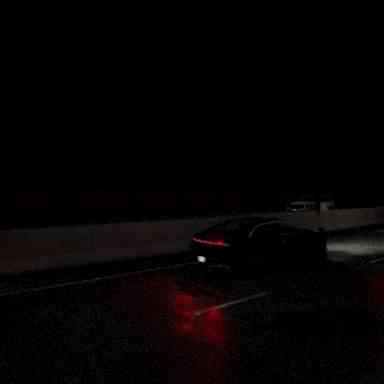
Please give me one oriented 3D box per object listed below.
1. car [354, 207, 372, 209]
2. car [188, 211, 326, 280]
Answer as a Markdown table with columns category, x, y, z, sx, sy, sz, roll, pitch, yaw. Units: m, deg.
| category | x | y | z | sx | sy | sz | roll | pitch | yaw |
| --- | --- | --- | --- | --- | --- | --- | --- | --- | --- |
| car | 16.586 | 1.609 | 30.754 | 4.181 | 1.385 | 1.994 | 0 | 0 | -39 |
| car | 2.151 | 1.508 | 10.034 | 4.902 | 1.511 | 2.128 | 0 | 0 | -38 |
